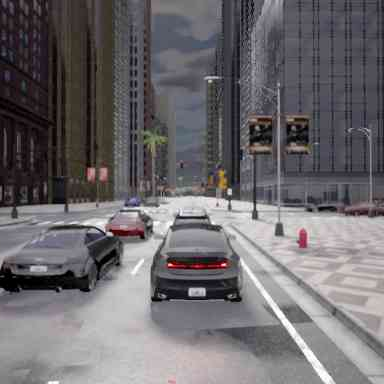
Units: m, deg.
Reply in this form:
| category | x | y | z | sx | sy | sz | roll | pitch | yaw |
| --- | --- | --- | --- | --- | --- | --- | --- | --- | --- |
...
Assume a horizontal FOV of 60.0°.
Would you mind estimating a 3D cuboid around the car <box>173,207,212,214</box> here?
| category | x | y | z | sx | sy | sz | roll | pitch | yaw |
| --- | --- | --- | --- | --- | --- | --- | --- | --- | --- |
| car | 0.026 | 1.525 | 17.572 | 2.128 | 1.511 | 4.902 | 0 | 0 | 0 |

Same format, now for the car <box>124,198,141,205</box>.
| category | x | y | z | sx | sy | sz | roll | pitch | yaw |
| --- | --- | --- | --- | --- | --- | --- | --- | --- | --- |
| car | -9.907 | 1.727 | 54.696 | 1.882 | 1.535 | 5.008 | 0 | 0 | 0 |

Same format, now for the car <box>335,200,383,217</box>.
| category | x | y | z | sx | sy | sz | roll | pitch | yaw |
| --- | --- | --- | --- | --- | --- | --- | --- | --- | --- |
| car | 15.275 | 1.569 | 29.293 | 4.206 | 1.307 | 1.802 | 0 | 0 | -1 |

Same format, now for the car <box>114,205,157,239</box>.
| category | x | y | z | sx | sy | sz | roll | pitch | yaw |
| --- | --- | --- | --- | --- | --- | --- | --- | --- | --- |
| car | -3.173 | 1.597 | 17.425 | 1.994 | 1.385 | 4.181 | 0 | 0 | 0 |

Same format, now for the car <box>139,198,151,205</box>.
| category | x | y | z | sx | sy | sz | roll | pitch | yaw |
| --- | --- | --- | --- | --- | --- | --- | --- | --- | --- |
| car | -9.848 | 1.912 | 69.703 | 1.994 | 1.385 | 4.181 | 0 | 0 | 0 |

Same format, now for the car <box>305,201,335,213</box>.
| category | x | y | z | sx | sy | sz | roll | pitch | yaw |
| --- | --- | --- | --- | --- | --- | --- | --- | --- | --- |
| car | 15.133 | 1.652 | 37.817 | 4.313 | 1.339 | 1.947 | 0 | 0 | -1 |

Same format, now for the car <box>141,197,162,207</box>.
| category | x | y | z | sx | sy | sz | roll | pitch | yaw |
| --- | --- | --- | --- | --- | --- | --- | --- | --- | --- |
| car | -6.657 | 1.603 | 55.025 | 2.097 | 1.767 | 4.553 | 0 | 0 | 0 |

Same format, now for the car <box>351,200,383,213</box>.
| category | x | y | z | sx | sy | sz | roll | pitch | yaw |
| --- | --- | --- | --- | --- | --- | --- | --- | --- | --- |
| car | 20.773 | 1.633 | 37.912 | 4.313 | 1.339 | 1.947 | 0 | 0 | -1 |

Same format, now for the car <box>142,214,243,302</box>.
| category | x | y | z | sx | sy | sz | roll | pitch | yaw |
| --- | --- | --- | --- | --- | --- | --- | --- | --- | --- |
| car | 0.090 | 1.513 | 8.251 | 1.837 | 1.490 | 4.892 | 0 | 0 | 0 |

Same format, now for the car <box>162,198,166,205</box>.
| category | x | y | z | sx | sy | sz | roll | pitch | yaw |
| --- | --- | --- | --- | --- | --- | --- | --- | --- | --- |
| car | -6.597 | 1.956 | 69.893 | 1.895 | 1.301 | 4.718 | 0 | 0 | 0 |

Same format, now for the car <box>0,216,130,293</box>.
| category | x | y | z | sx | sy | sz | roll | pitch | yaw |
| --- | --- | --- | --- | --- | --- | --- | --- | --- | --- |
| car | -3.166 | 1.573 | 8.919 | 1.994 | 1.385 | 4.181 | 0 | 0 | 1 |
